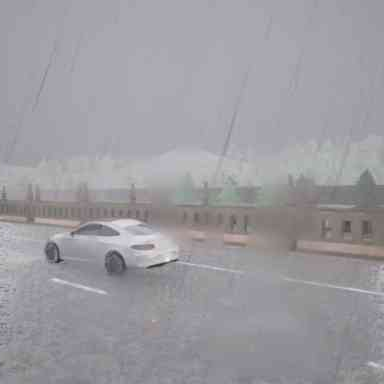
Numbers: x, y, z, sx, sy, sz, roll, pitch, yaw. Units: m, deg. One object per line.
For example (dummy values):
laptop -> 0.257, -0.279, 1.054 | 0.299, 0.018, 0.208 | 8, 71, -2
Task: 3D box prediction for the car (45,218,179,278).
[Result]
car -> -2.529, 1.527, 10.094 | 4.674, 1.442, 1.812 | 0, 0, 36
